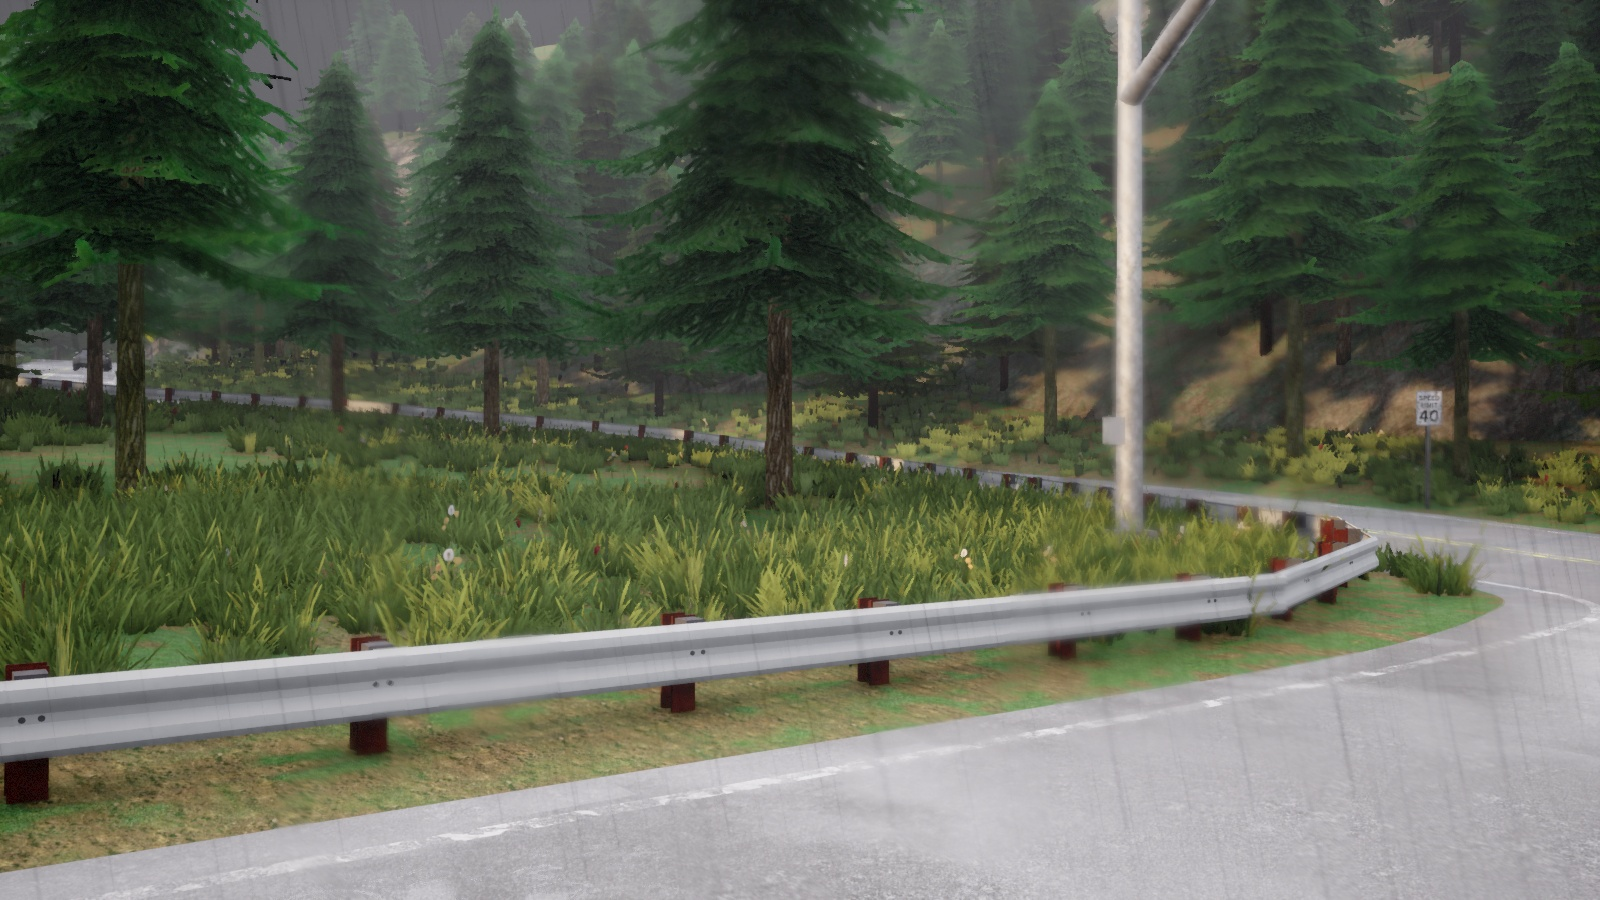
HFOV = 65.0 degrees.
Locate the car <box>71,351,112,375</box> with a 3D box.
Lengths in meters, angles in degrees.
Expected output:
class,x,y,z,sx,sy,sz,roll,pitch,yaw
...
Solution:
class,x,y,z,sx,sy,sz,roll,pitch,yaw
car,-44.112,-5.450,78.271,1.994,1.385,4.181,0,5,-27
